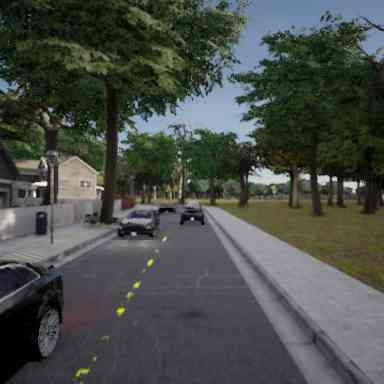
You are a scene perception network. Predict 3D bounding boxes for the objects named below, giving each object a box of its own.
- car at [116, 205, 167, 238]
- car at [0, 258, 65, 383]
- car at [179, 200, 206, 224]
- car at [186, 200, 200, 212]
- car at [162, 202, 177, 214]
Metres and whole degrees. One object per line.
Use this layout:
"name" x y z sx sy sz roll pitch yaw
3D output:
"car" -2.811 1.673 18.790 2.033 1.411 5.357 0 0 0
"car" -2.847 1.512 3.160 2.128 1.511 4.902 0 0 0
"car" 0.050 1.686 26.431 1.837 1.490 4.892 0 0 1
"car" 0.098 1.838 44.756 1.812 1.442 4.674 0 0 0
"car" -2.743 1.867 38.395 1.895 1.301 4.718 0 0 0
